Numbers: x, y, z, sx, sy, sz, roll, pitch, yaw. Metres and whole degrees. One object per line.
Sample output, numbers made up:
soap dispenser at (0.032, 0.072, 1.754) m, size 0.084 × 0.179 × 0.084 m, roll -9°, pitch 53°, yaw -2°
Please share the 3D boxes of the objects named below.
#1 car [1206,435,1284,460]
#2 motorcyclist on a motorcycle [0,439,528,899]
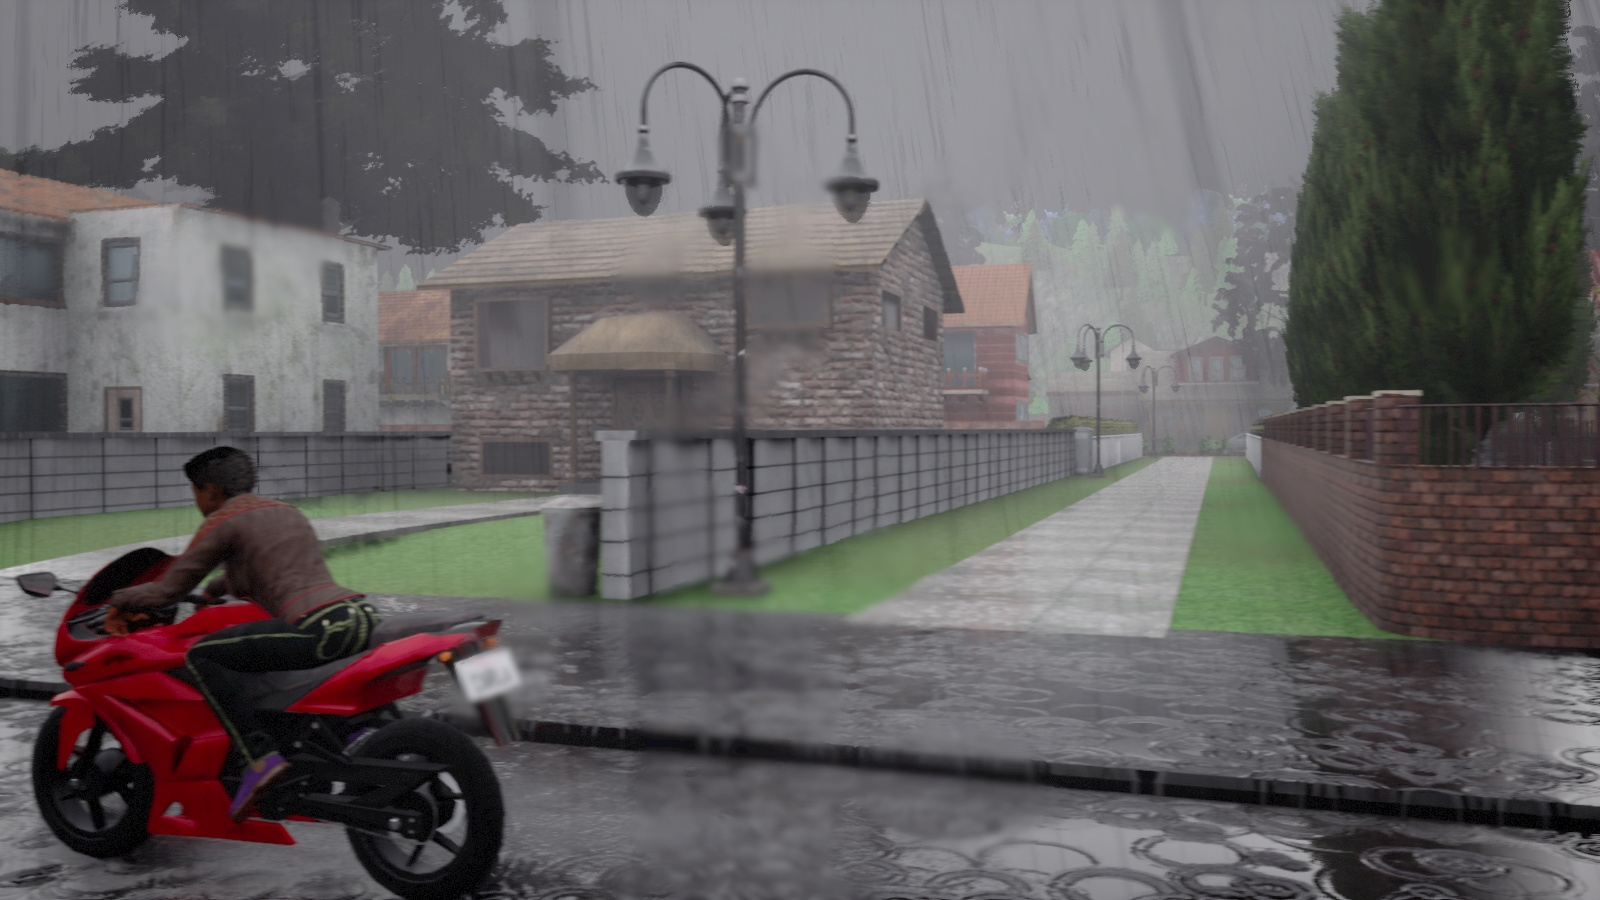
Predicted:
car at (25.863, -0.182, 73.062) m, size 4.181 × 1.385 × 1.994 m, roll 0°, pitch 1°, yaw 19°
motorcyclist on a motorcycle at (-2.063, 0.730, 4.415) m, size 2.044 × 1.523 × 0.797 m, roll 1°, pitch 1°, yaw 19°
